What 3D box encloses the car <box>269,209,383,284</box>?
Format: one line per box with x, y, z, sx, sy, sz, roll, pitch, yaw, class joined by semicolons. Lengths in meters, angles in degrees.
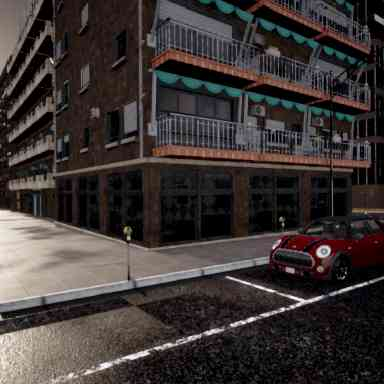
4.078;1.439;9.500;4.097;1.590;1.967;0;-1;-36;car
